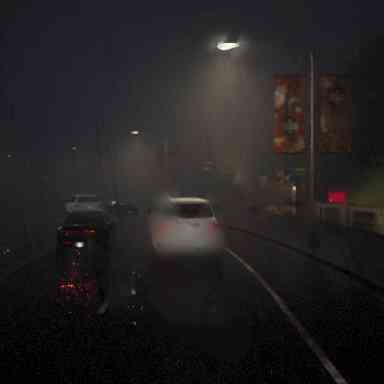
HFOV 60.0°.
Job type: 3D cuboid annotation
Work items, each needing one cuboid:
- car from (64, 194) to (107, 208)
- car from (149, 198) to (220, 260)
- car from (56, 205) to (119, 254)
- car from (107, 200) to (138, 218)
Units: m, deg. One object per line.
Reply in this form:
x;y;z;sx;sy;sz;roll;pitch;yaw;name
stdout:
-8.937;1.208;27.127;2.150;2.045;5.566;0;0;-29;car
-0.444;1.216;12.606;2.150;2.045;5.566;0;0;-7;car
-4.163;1.499;13.551;1.837;1.490;4.892;0;0;-9;car
-6.377;1.476;29.565;2.128;1.511;4.902;0;0;-31;car
